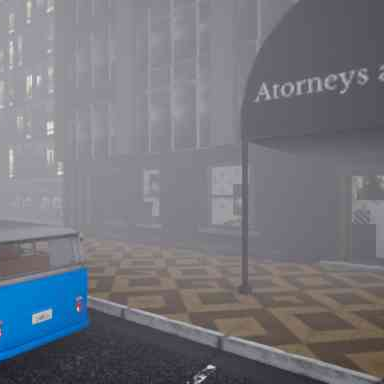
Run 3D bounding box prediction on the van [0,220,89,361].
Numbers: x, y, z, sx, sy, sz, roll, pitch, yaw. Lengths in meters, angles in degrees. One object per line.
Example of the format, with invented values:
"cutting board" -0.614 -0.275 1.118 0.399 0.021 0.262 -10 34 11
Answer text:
"van" -3.405 1.341 5.287 3.998 1.788 1.690 0 0 35
